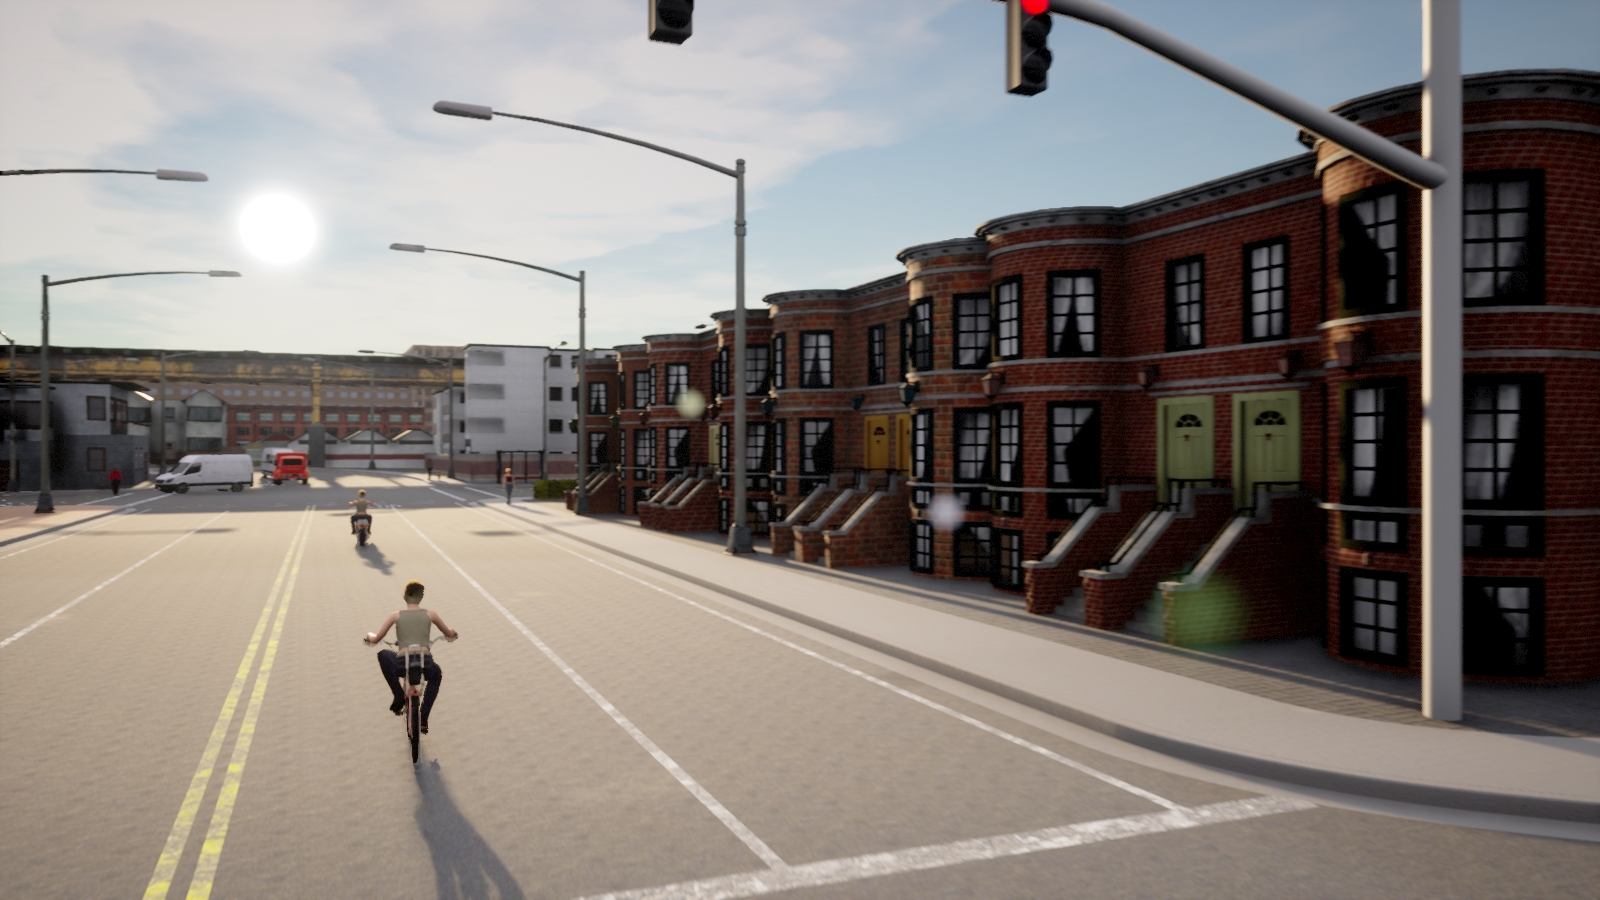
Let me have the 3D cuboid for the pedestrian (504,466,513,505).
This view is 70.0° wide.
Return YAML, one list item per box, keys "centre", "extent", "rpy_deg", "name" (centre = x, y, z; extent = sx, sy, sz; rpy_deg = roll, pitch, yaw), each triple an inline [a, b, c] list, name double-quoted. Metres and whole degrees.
- centre: [-13.993, 1.710, 54.796]
  extent: [0.375, 1.860, 0.375]
  rpy_deg: [0, 0, -24]
  name: "pedestrian"

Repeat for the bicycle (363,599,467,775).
- centre: [-3.617, 2.148, 10.671]
  extent: [0.859, 1.301, 1.487]
  rpy_deg: [0, 0, -21]
  name: "bicycle"
